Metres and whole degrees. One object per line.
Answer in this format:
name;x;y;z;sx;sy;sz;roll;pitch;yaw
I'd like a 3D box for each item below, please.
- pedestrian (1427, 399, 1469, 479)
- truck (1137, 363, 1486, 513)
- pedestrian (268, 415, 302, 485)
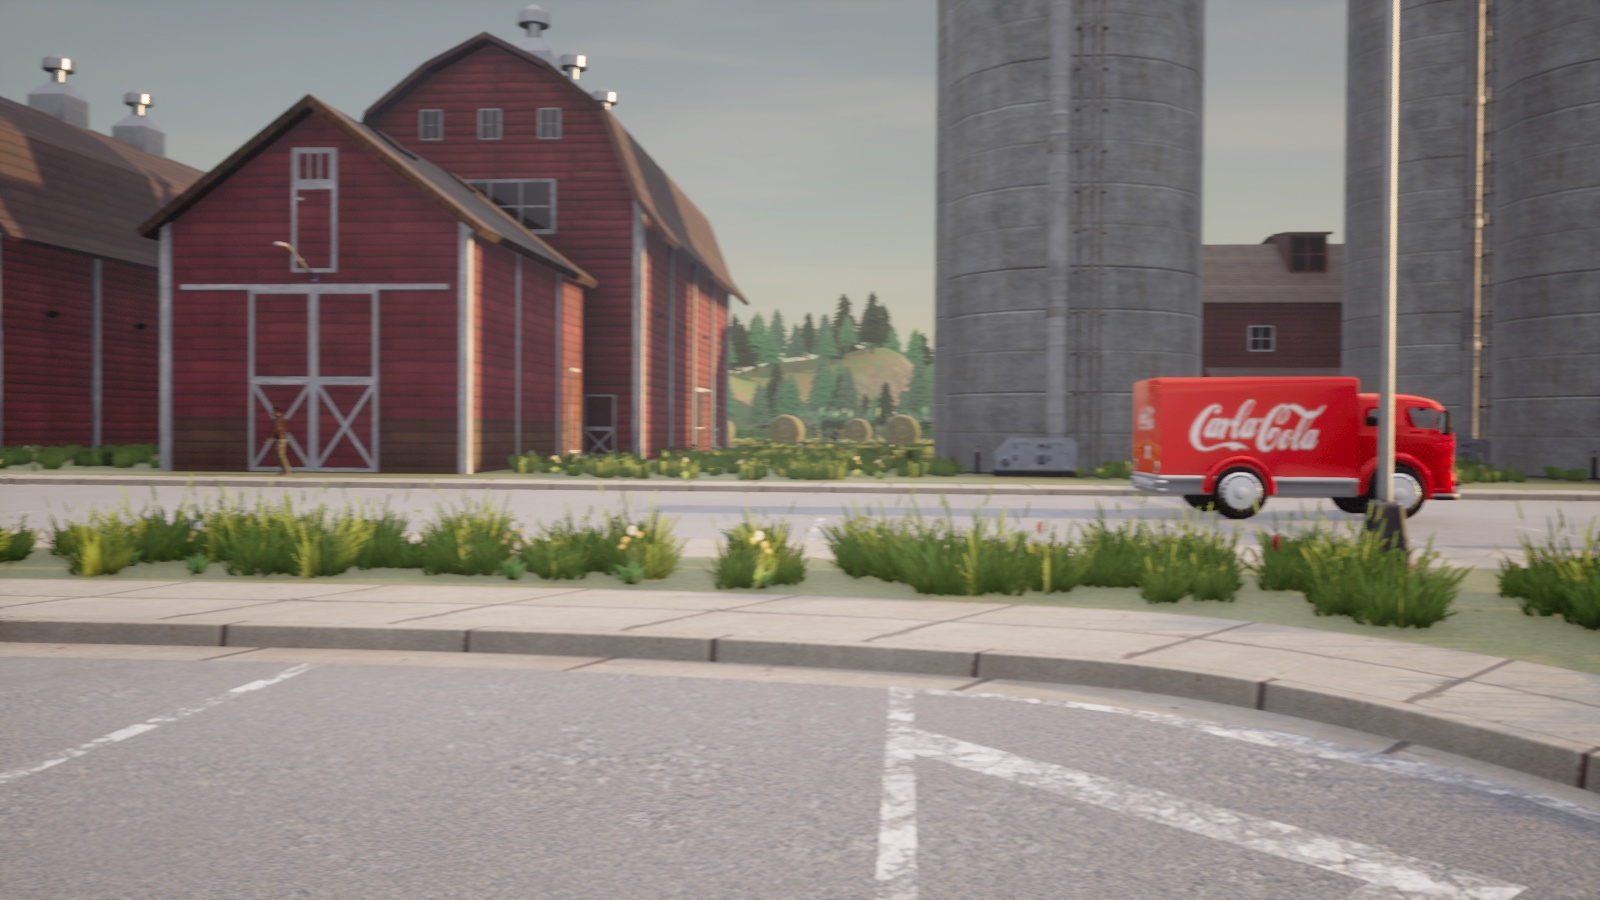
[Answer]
pedestrian;15.244;-0.255;29.554;0.694;1.848;0.540;-1;1;-2
truck;8.905;-0.213;22.367;5.204;2.467;2.627;-1;1;4
pedestrian;-13.604;-0.007;33.151;0.703;1.840;0.431;-1;1;-4
